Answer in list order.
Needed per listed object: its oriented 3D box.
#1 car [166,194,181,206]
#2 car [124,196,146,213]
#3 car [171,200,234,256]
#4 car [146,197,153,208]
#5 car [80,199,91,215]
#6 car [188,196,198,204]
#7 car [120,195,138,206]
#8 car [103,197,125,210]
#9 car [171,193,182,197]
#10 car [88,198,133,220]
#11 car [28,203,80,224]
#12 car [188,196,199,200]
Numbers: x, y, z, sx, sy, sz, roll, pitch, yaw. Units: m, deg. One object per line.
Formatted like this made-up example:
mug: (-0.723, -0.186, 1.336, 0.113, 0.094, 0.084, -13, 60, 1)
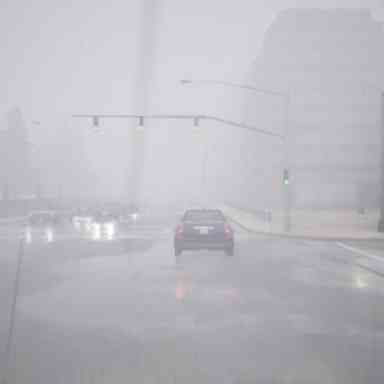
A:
car: (-3.214, 1.548, 55.187, 1.812, 1.442, 4.674, 0, 0, 0)
car: (-6.748, 1.488, 37.429, 1.882, 1.535, 5.008, 0, 0, 0)
car: (0.431, 1.359, 13.355, 2.097, 1.767, 4.553, 0, 0, 1)
car: (-6.727, 1.492, 47.737, 1.882, 1.535, 5.008, 0, 0, 0)
car: (-10.242, 1.496, 33.963, 2.128, 1.511, 4.902, 0, 0, 0)
car: (0.257, 1.508, 64.905, 1.882, 1.535, 5.008, 0, 0, 0)
car: (-10.211, 1.366, 54.222, 2.097, 1.767, 4.553, 0, 0, 0)
car: (-10.244, 1.514, 44.057, 1.837, 1.490, 4.892, 0, 0, 0)
car: (-3.243, 1.248, 64.925, 2.150, 2.045, 5.566, 0, 0, 0)
car: (-6.730, 1.497, 28.063, 2.128, 1.511, 4.902, 0, 0, 0)
car: (-10.220, 1.601, 24.650, 1.895, 1.301, 4.718, 0, 0, 0)
car: (0.283, 1.590, 56.195, 1.994, 1.385, 4.181, 0, 0, 0)
